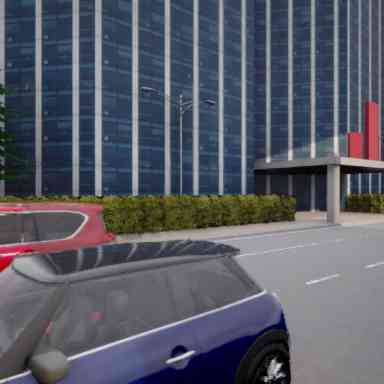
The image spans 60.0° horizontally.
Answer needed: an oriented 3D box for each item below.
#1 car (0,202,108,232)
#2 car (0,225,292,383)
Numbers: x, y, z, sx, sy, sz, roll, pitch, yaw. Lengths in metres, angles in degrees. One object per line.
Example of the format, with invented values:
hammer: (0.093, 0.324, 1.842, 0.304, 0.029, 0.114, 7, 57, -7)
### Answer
car: (-4.012, 1.221, 5.634, 5.566, 2.045, 2.150, 0, 0, -32)
car: (-1.131, 1.352, 3.032, 4.553, 1.767, 2.097, 0, 0, -39)
